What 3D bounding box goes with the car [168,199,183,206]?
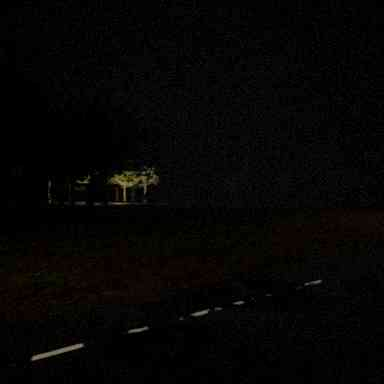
[{"bbox_3d":[-3.893,2.455,78.854,2.128,1.511,4.902,2,-2,-30],"label":"car"}]
